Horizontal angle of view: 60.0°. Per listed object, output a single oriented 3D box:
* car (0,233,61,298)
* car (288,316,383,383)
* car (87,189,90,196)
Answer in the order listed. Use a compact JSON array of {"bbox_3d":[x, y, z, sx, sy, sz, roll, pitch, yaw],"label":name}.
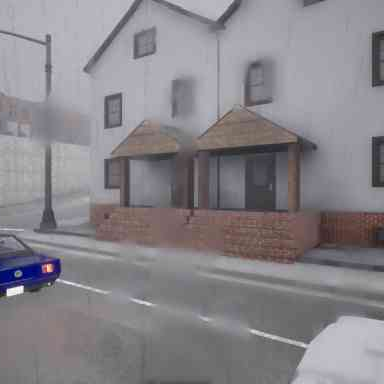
[{"bbox_3d":[-5.160,1.601,7.646,4.718,1.301,1.895,0,0,36],"label":"car"},{"bbox_3d":[2.959,1.601,1.872,4.718,1.301,1.895,0,0,36],"label":"car"},{"bbox_3d":[-9.410,-0.518,36.411,1.994,1.385,4.181,0,13,35],"label":"car"}]
